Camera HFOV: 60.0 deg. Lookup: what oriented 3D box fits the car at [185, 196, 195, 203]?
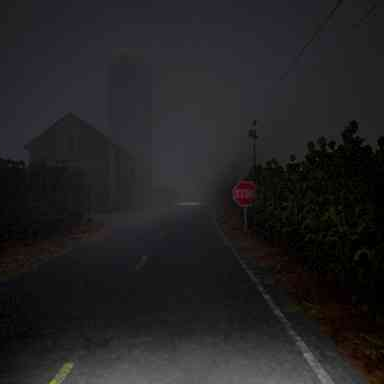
[{"bbox_3d":[-0.315,1.501,70.242,1.994,1.385,4.181,0,0,3],"label":"car"}]
